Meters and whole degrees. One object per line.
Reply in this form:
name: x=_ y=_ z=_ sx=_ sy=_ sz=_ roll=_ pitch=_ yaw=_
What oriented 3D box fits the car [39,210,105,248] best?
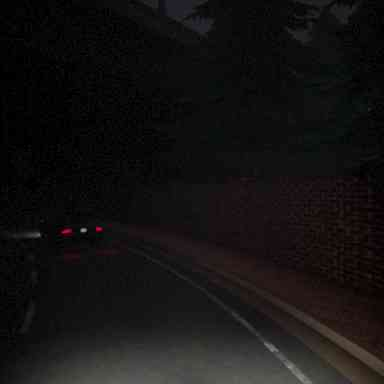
car: x=-5.538 y=1.539 z=14.956 sx=2.033 sy=1.411 sz=5.357 roll=-1 pitch=0 yaw=-33
